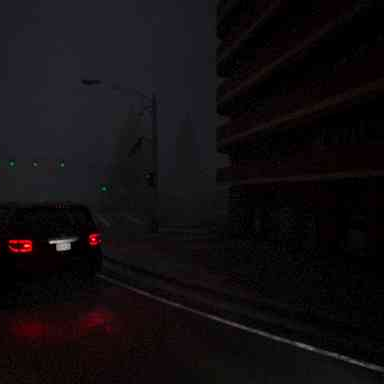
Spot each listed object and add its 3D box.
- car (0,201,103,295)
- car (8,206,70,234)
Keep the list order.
[{"bbox_3d":[-4.410,1.252,9.203,2.150,2.045,5.566,0,0,-38],"label":"car"},{"bbox_3d":[-9.280,1.632,20.546,1.994,1.385,4.181,-1,0,-2],"label":"car"}]
